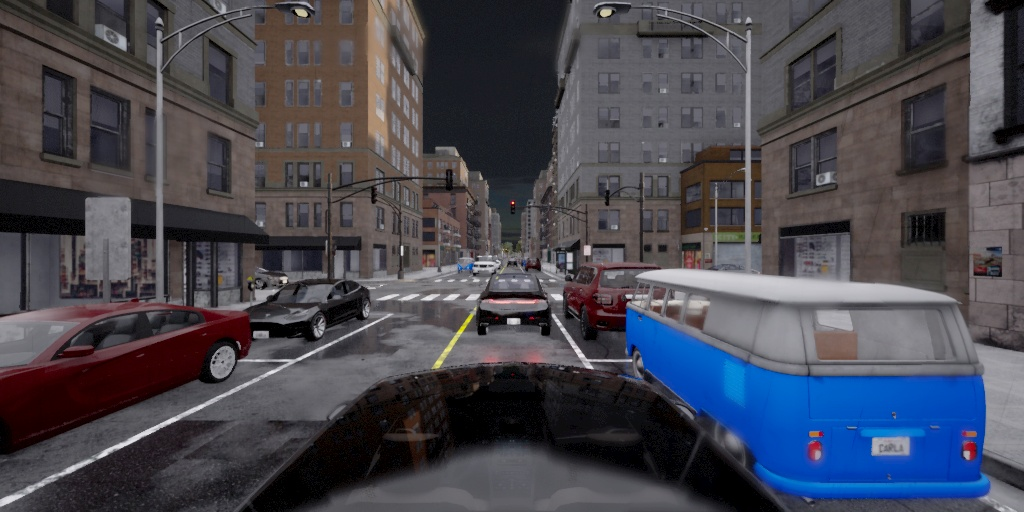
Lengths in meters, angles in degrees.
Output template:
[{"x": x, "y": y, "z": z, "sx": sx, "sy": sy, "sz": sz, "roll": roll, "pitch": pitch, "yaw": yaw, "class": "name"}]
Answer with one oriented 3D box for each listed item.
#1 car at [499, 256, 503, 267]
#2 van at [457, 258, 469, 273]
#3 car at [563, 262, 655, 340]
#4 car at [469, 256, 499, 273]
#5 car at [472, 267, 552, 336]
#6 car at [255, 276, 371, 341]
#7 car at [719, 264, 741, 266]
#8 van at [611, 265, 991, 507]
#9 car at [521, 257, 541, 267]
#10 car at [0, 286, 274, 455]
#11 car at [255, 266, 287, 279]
[{"x": -2.796, "y": 0.963, "z": 51.776, "sx": 2.150, "sy": 2.045, "sz": 5.566, "roll": 0, "pitch": 0, "yaw": 0, "class": "car"}, {"x": -5.366, "y": 1.084, "z": 41.832, "sx": 1.690, "sy": 1.789, "sz": 3.998, "roll": 0, "pitch": 0, "yaw": 0, "class": "van"}, {"x": 2.650, "y": 1.064, "z": 9.861, "sx": 2.192, "sy": 1.841, "sz": 5.009, "roll": 0, "pitch": 0, "yaw": 0, "class": "car"}, {"x": -2.815, "y": 0.966, "z": 37.531, "sx": 2.150, "sy": 2.045, "sz": 5.566, "roll": 0, "pitch": 0, "yaw": 0, "class": "car"}, {"x": 0.058, "y": 1.241, "z": 10.403, "sx": 2.128, "sy": 1.511, "sz": 4.902, "roll": 0, "pitch": 0, "yaw": 0, "class": "car"}, {"x": -5.375, "y": 1.315, "z": 9.868, "sx": 1.948, "sy": 1.339, "sz": 4.313, "roll": 0, "pitch": 0, "yaw": 0, "class": "car"}, {"x": 14.680, "y": 1.241, "z": 24.722, "sx": 4.181, "sy": 1.385, "sz": 1.994, "roll": 0, "pitch": 0, "yaw": 0, "class": "car"}, {"x": 2.645, "y": 1.091, "z": 4.349, "sx": 1.690, "sy": 1.789, "sz": 3.998, "roll": 0, "pitch": 0, "yaw": 0, "class": "van"}, {"x": 2.752, "y": 1.057, "z": 47.232, "sx": 2.192, "sy": 1.841, "sz": 5.009, "roll": 0, "pitch": 0, "yaw": 0, "class": "car"}, {"x": -5.381, "y": 1.295, "z": 4.357, "sx": 1.888, "sy": 1.381, "sz": 4.507, "roll": 0, "pitch": 0, "yaw": 0, "class": "car"}, {"x": -16.222, "y": 1.304, "z": 21.748, "sx": 4.902, "sy": 1.511, "sz": 2.128, "roll": 0, "pitch": 0, "yaw": 0, "class": "car"}]
